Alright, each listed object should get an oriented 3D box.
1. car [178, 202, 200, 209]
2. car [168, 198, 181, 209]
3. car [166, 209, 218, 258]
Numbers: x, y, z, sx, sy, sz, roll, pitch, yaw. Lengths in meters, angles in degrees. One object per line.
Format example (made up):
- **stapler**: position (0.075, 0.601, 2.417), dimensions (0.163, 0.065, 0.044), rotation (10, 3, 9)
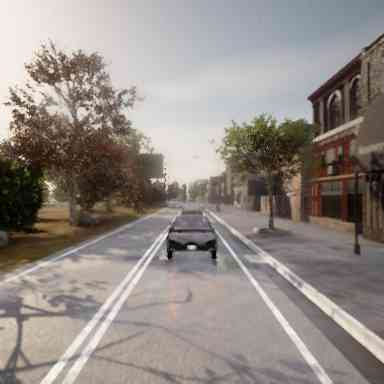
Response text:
- **car**: position (-0.008, 1.919, 29.268), dimensions (1.882, 1.535, 5.008), rotation (0, -1, 0)
- **car**: position (-3.348, 2.260, 65.079), dimensions (2.150, 2.045, 5.566), rotation (0, -1, 0)
- **car**: position (0.007, 1.669, 13.523), dimensions (2.128, 1.511, 4.902), rotation (0, -1, 0)
